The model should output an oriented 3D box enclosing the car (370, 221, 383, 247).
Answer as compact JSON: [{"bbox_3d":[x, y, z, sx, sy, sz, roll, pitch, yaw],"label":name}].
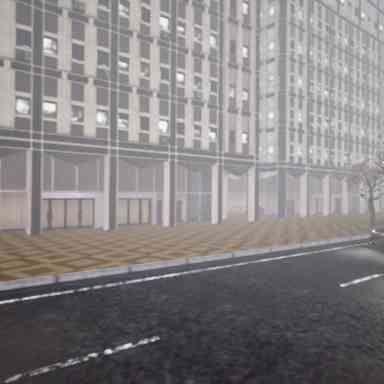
[{"bbox_3d":[9.858,1.700,14.929,4.674,1.442,1.812,1,-1,-37],"label":"car"}]
